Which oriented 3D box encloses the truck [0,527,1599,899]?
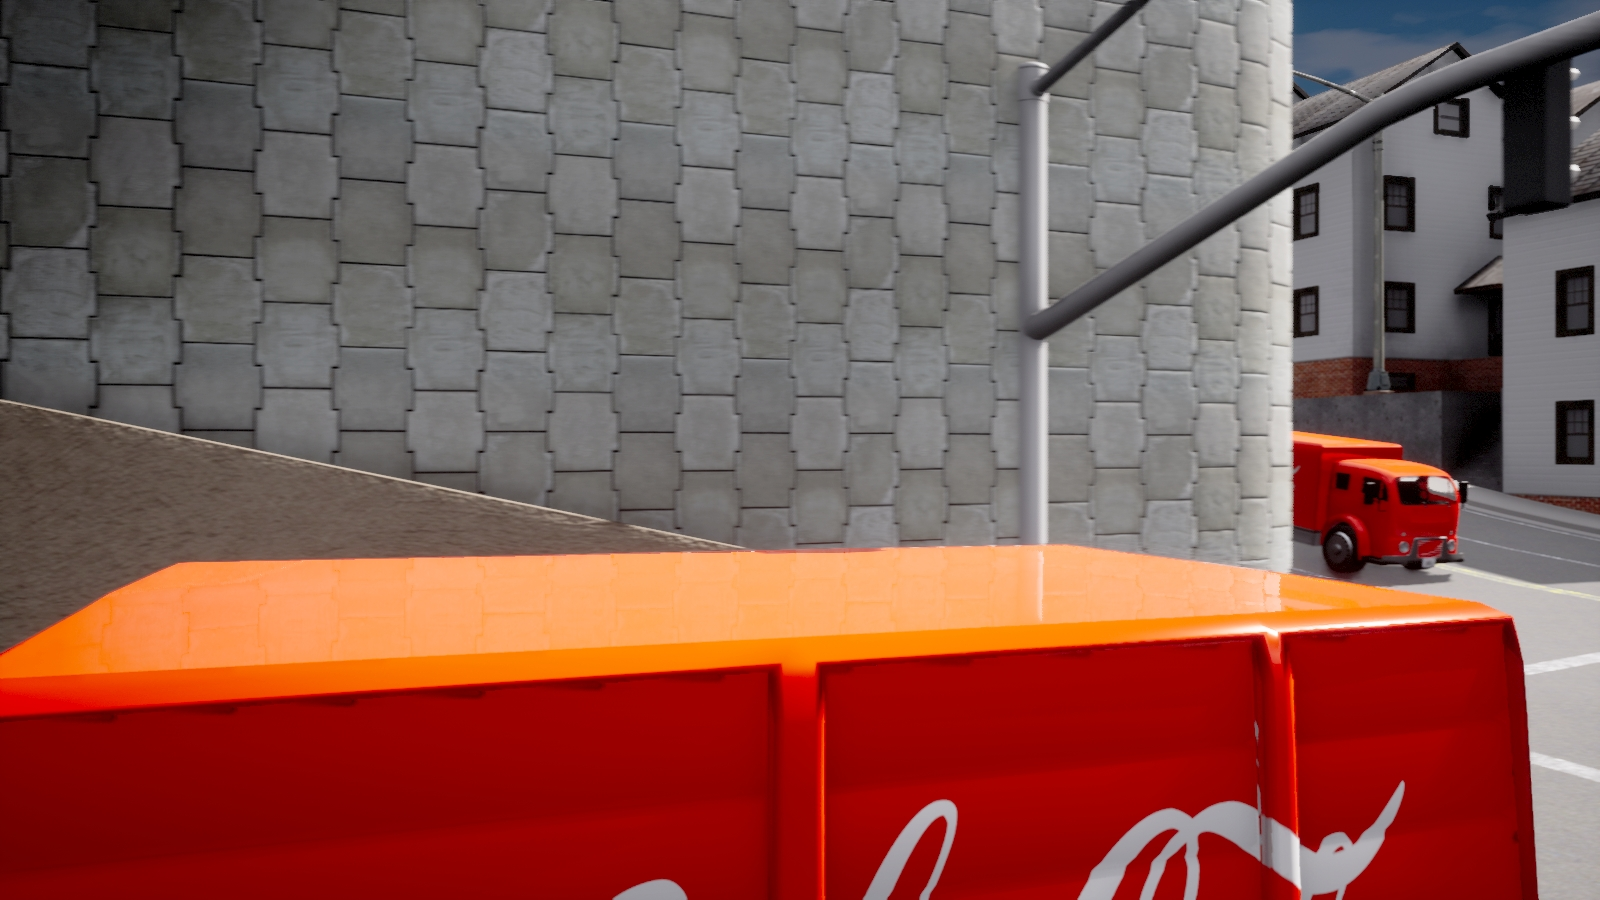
[{"bbox_3d":[-0.969,1.569,2.927,5.204,2.467,2.627,0,0,-20],"label":"truck"}]

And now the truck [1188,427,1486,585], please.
[{"bbox_3d":[11.019,1.000,24.034,2.627,2.467,5.204,0,6,-19],"label":"truck"}]
